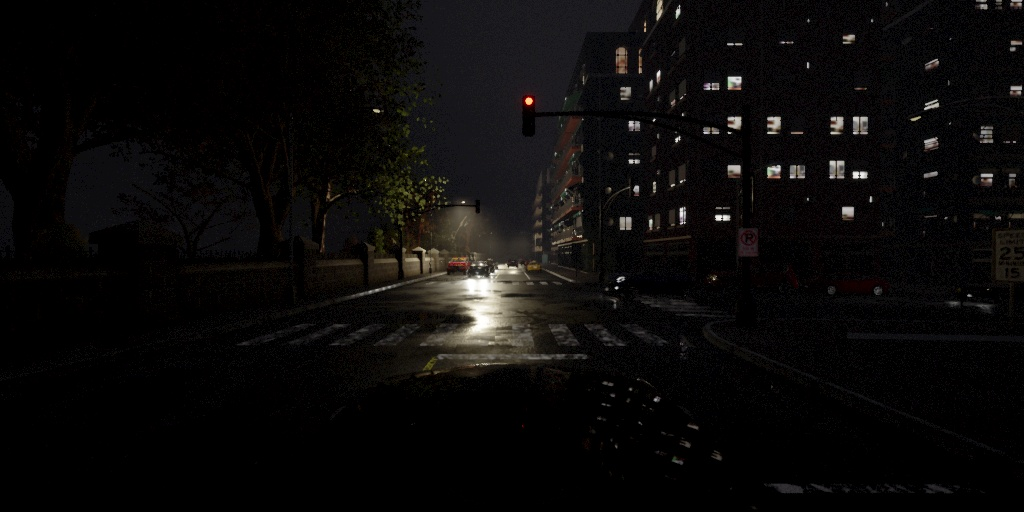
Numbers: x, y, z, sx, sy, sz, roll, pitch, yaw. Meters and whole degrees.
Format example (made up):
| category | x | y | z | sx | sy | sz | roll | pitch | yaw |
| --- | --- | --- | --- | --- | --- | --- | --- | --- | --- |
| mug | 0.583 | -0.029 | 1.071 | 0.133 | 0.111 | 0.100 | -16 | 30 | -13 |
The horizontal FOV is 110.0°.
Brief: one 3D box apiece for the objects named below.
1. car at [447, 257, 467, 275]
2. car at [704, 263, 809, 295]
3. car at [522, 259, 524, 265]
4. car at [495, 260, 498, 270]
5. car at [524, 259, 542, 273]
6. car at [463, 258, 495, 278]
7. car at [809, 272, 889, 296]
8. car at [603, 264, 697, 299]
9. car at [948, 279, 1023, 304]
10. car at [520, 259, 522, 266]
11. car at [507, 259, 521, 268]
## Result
| category | x | y | z | sx | sy | sz | roll | pitch | yaw |
| --- | --- | --- | --- | --- | --- | --- | --- | --- | --- |
| car | -5.664 | 1.070 | 38.566 | 2.192 | 1.841 | 5.009 | 0 | 0 | 0 |
| car | 14.612 | 1.338 | 21.966 | 5.009 | 1.841 | 2.192 | 0 | 0 | 0 |
| car | 2.725 | 1.307 | 49.631 | 1.888 | 1.381 | 4.507 | 0 | 0 | 0 |
| car | -3.067 | 1.263 | 43.676 | 1.837 | 1.490 | 4.892 | 0 | 0 | 0 |
| car | 2.721 | 1.283 | 44.266 | 1.751 | 1.417 | 4.829 | 0 | 0 | 0 |
| car | -3.078 | 1.245 | 34.325 | 2.128 | 1.511 | 4.902 | 0 | 0 | 0 |
| car | 20.307 | 1.671 | 21.980 | 4.507 | 1.381 | 1.888 | 0 | 0 | 0 |
| car | 7.178 | 1.220 | 18.875 | 4.553 | 1.767 | 2.097 | 2 | 0 | -7 |
| car | 26.940 | 1.858 | 19.400 | 4.718 | 1.301 | 1.895 | 1 | 0 | 0 |
| car | 2.729 | 1.316 | 55.166 | 2.007 | 1.370 | 4.403 | 0 | 0 | 0 |
| car | 0.148 | 1.319 | 62.880 | 2.033 | 1.411 | 5.357 | 0 | 0 | -1 |
